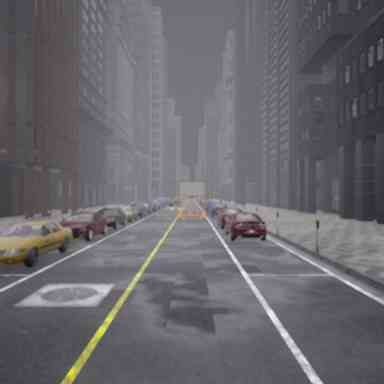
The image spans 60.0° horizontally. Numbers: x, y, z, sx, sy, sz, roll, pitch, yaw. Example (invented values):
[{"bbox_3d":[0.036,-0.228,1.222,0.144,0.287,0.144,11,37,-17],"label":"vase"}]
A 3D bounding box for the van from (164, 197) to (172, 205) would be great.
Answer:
[{"bbox_3d":[-5.774,2.187,79.711,1.690,1.788,3.998,0,-1,0],"label":"van"}]

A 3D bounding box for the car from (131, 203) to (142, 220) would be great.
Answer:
[{"bbox_3d":[-5.767,1.816,28.813,1.752,1.417,4.829,0,-1,0],"label":"car"}]

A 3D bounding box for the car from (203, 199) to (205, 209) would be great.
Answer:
[{"bbox_3d":[2.755,2.021,45.910,2.008,1.369,4.403,0,-1,0],"label":"car"}]

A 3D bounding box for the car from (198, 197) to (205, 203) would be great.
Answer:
[{"bbox_3d":[2.753,2.263,68.453,1.887,1.381,4.507,0,-1,0],"label":"car"}]

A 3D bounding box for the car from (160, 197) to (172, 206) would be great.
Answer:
[{"bbox_3d":[-5.774,2.097,74.075,2.192,1.841,5.009,0,-1,0],"label":"car"}]

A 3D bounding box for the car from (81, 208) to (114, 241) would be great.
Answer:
[{"bbox_3d":[-5.766,1.722,17.711,1.887,1.381,4.507,0,-1,0],"label":"car"}]

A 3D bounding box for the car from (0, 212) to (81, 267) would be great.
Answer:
[{"bbox_3d":[-5.765,1.645,11.905,1.752,1.417,4.829,0,-1,0],"label":"car"}]

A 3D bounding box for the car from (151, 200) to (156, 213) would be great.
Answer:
[{"bbox_3d":[-5.769,1.992,40.256,1.802,1.307,4.206,0,-1,0],"label":"car"}]

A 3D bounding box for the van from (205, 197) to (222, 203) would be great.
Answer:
[{"bbox_3d":[2.756,1.751,40.276,1.690,1.788,3.998,0,-1,0],"label":"van"}]

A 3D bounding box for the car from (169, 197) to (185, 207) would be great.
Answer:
[{"bbox_3d":[-3.028,1.896,64.521,2.150,2.045,5.566,0,-1,1],"label":"car"}]

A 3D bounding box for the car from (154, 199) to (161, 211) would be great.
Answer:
[{"bbox_3d":[-5.770,2.036,45.892,1.947,1.339,4.313,0,-1,0],"label":"car"}]

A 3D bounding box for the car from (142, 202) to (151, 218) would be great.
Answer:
[{"bbox_3d":[-5.768,1.917,34.619,1.947,1.339,4.313,0,-1,0],"label":"car"}]

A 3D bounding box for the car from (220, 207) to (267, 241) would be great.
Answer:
[{"bbox_3d":[2.759,1.723,17.730,1.887,1.381,4.507,0,-1,0],"label":"car"}]

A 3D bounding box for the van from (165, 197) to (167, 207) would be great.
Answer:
[{"bbox_3d":[-5.771,1.934,57.167,1.690,1.788,3.998,0,-1,0],"label":"van"}]

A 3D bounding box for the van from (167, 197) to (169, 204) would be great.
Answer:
[{"bbox_3d":[-5.772,1.997,62.803,1.690,1.788,3.998,0,-1,0],"label":"van"}]

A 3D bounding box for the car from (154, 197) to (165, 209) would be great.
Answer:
[{"bbox_3d":[-5.770,1.971,51.530,1.967,1.590,4.097,0,-1,0],"label":"car"}]

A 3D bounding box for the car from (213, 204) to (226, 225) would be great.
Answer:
[{"bbox_3d":[2.758,1.779,23.366,1.887,1.381,4.507,0,-1,0],"label":"car"}]

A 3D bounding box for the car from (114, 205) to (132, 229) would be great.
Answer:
[{"bbox_3d":[-5.766,1.800,23.347,1.947,1.339,4.313,0,-1,0],"label":"car"}]

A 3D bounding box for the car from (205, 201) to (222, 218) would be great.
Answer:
[{"bbox_3d":[2.757,1.902,34.637,2.008,1.369,4.403,0,-1,0],"label":"car"}]

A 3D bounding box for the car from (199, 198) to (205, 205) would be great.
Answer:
[{"bbox_3d":[2.754,2.144,57.182,2.008,1.369,4.403,0,-1,0],"label":"car"}]

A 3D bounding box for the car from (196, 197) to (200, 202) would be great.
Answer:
[{"bbox_3d":[2.751,2.161,79.727,2.192,1.841,5.009,0,-1,0],"label":"car"}]

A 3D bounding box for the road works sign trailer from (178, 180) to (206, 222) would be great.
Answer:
[{"bbox_3d":[-0.003,0.757,29.034,2.380,3.560,2.880,0,-1,0],"label":"road works sign trailer"}]
